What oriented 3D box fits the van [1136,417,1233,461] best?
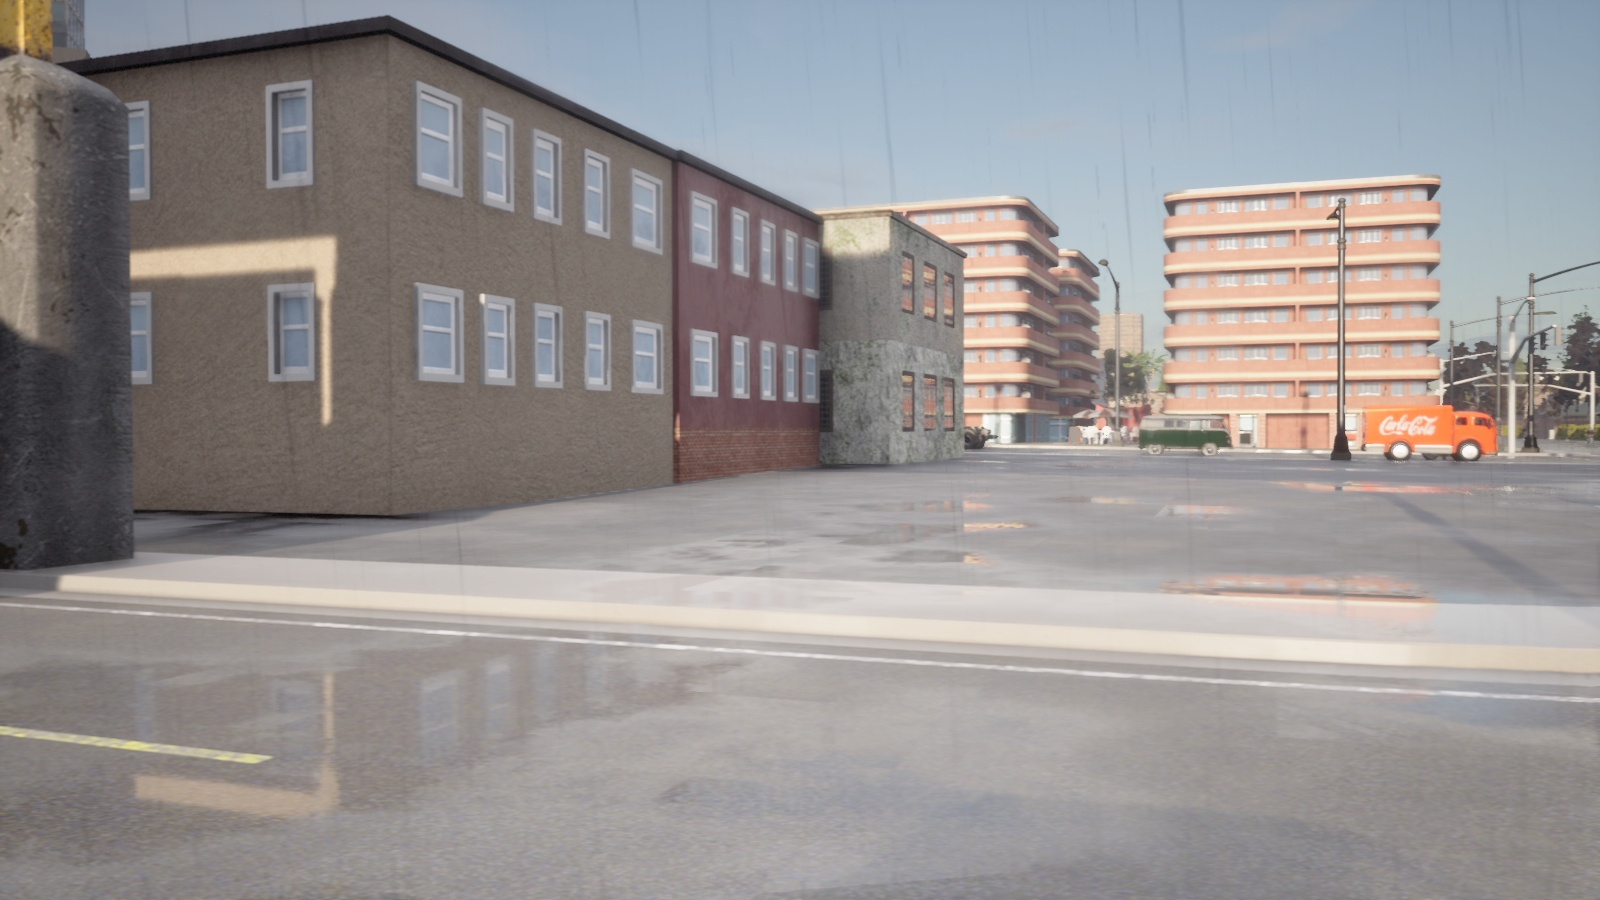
[{"bbox_3d":[18.746,-0.549,61.220,4.442,1.987,1.775,2,1,19],"label":"van"}]

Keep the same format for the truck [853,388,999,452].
[{"bbox_3d":[7.319,-1.768,72.960,7.936,3.462,2.891,2,1,20],"label":"truck"}]

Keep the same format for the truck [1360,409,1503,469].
[{"bbox_3d":[27.200,-0.497,54.347,5.204,2.467,2.627,1,1,20],"label":"truck"}]
